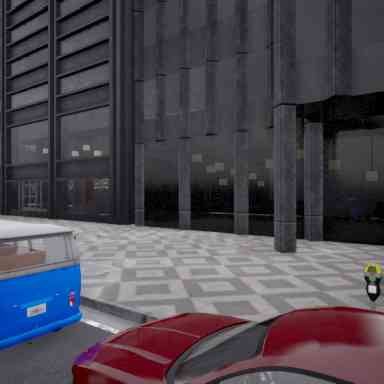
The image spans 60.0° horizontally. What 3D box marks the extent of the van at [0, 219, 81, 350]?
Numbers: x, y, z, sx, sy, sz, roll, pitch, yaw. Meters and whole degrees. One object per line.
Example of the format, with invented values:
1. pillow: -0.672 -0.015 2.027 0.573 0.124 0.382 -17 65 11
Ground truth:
1. van: -3.580 1.341 5.521 3.998 1.788 1.690 0 0 36

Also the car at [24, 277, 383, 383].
1. car: 0.985 1.545 2.262 4.507 1.381 1.887 0 0 36
